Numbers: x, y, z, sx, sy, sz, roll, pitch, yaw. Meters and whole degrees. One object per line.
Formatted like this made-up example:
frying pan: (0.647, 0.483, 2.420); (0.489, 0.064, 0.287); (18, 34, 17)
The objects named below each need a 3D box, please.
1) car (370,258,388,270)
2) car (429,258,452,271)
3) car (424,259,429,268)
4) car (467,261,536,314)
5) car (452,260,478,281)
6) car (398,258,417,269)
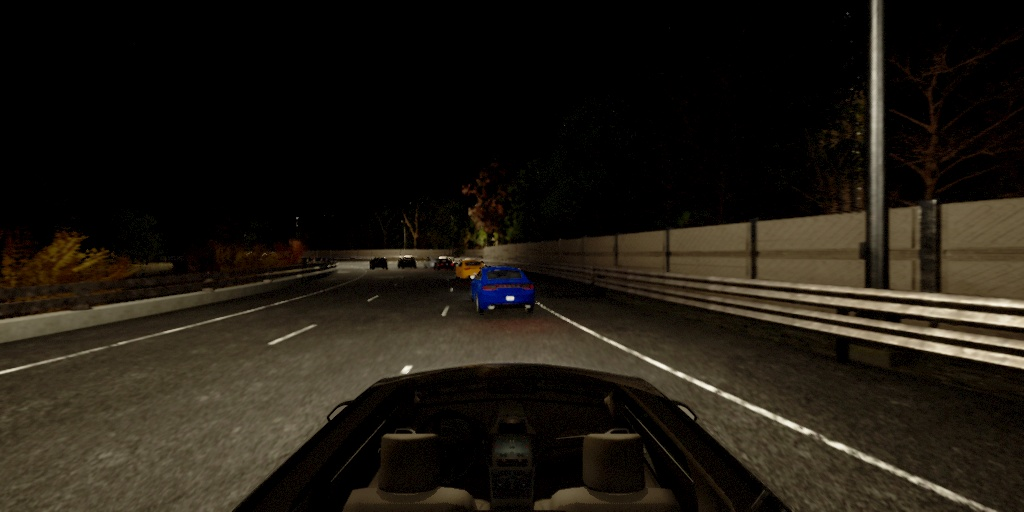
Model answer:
car: (-17.593, 0.970, 47.299); (1.882, 1.535, 5.008); (-1, 1, -27)
car: (-8.332, 1.008, 43.540); (2.033, 1.411, 5.357); (-1, 1, -20)
car: (-10.751, 0.953, 49.416); (1.812, 1.442, 4.674); (-1, 1, -27)
car: (-0.478, 1.134, 13.429); (1.882, 1.535, 5.008); (-1, 0, -10)
car: (-3.159, 1.037, 27.348); (1.882, 1.535, 5.008); (-1, 1, -15)
car: (-14.146, 0.953, 48.230); (2.128, 1.511, 4.902); (-1, 1, -27)
